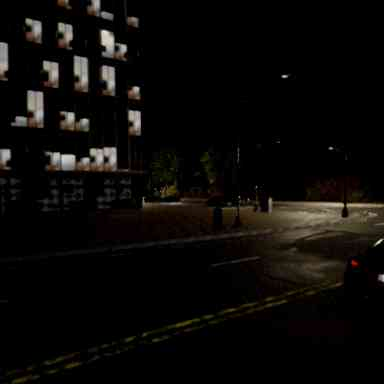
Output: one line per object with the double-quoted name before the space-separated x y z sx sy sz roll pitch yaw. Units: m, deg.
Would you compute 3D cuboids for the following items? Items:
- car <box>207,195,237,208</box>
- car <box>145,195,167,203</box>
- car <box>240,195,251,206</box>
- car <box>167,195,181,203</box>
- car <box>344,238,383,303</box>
"car" 3.873 1.423 47.365 1.812 1.442 4.674 -2 1 -33
"car" -7.541 1.402 65.075 2.128 1.511 4.902 -1 1 -33
"car" 6.565 1.178 49.186 2.097 1.767 4.553 -2 1 -33
"car" -4.195 1.379 65.887 2.033 1.411 5.357 -1 1 -33
"car" 5.117 1.508 7.099 4.181 1.385 1.994 0 0 -36
